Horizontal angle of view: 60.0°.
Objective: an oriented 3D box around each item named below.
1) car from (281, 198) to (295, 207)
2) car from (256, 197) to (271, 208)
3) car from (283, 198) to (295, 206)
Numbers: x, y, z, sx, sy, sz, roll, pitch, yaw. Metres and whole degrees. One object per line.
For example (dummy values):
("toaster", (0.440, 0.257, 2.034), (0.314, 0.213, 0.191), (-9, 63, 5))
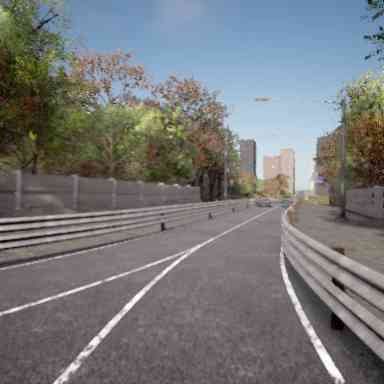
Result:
("car", (15.634, 1.722, 54.710), (2.128, 1.511, 4.902), (1, 0, 18))
("car", (11.314, 1.646, 52.177), (1.837, 1.490, 4.892), (1, 0, 19))
("car", (18.876, 1.894, 64.464), (2.033, 1.411, 5.357), (1, -1, 18))
